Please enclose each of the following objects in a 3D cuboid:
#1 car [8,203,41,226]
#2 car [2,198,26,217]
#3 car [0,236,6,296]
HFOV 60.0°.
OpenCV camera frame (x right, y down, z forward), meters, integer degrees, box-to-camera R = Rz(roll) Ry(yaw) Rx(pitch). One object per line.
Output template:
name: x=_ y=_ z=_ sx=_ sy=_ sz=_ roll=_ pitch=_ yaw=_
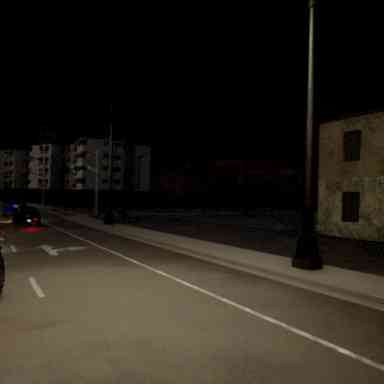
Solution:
car: x=-13.622 y=1.922 z=27.237 sx=1.837 sy=1.490 sz=4.892 roll=2 pitch=-1 yaw=-32
car: x=-20.157 y=1.654 z=37.745 sx=2.150 sy=2.045 sz=5.566 roll=2 pitch=-1 yaw=-31
car: x=-5.834 y=1.602 z=8.328 sx=2.128 sy=1.511 sz=4.902 roll=2 pitch=-2 yaw=-32
